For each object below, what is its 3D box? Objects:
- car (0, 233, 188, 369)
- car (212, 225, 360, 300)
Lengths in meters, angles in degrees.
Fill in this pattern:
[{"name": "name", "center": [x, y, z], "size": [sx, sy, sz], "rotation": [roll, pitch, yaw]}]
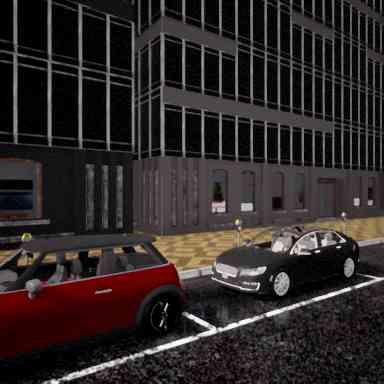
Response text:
[{"name": "car", "center": [-2.158, 1.440, 5.021], "size": [4.097, 1.590, 1.967], "rotation": [0, 0, -35]}, {"name": "car", "center": [2.477, 1.549, 8.324], "size": [4.403, 1.369, 2.008], "rotation": [0, 0, -35]}]
